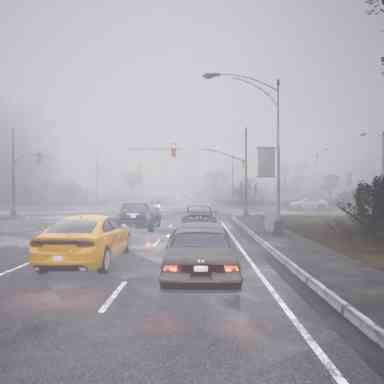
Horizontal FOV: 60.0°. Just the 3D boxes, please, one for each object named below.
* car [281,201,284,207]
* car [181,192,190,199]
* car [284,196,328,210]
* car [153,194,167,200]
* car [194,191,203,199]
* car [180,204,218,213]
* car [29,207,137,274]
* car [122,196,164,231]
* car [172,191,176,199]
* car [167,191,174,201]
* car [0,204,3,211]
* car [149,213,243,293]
[{"bbox_3d":[14.287,1.325,44.045,5.008,1.535,1.882,-1,0,-2],"label":"car"},{"bbox_3d":[-1.771,0.946,87.208,1.837,1.490,4.892,0,1,1],"label":"car"},{"bbox_3d":[14.141,1.389,40.537,4.674,1.442,1.812,-1,0,-2],"label":"car"},{"bbox_3d":[-5.994,1.284,56.505,2.128,1.511,4.902,0,0,1],"label":"car"},{"bbox_3d":[1.731,0.679,87.171,2.150,2.045,5.566,0,1,1],"label":"car"},{"bbox_3d":[0.398,1.462,18.725,1.837,1.490,4.892,0,0,1],"label":"car"},{"bbox_3d":[-3.252,1.463,10.603,1.882,1.535,5.008,0,0,1],"label":"car"},{"bbox_3d":[-3.082,1.305,19.733,2.097,1.767,4.553,0,0,1],"label":"car"},{"bbox_3d":[-5.274,0.680,86.929,2.150,2.045,5.566,0,1,1],"label":"car"},{"bbox_3d":[-5.588,1.201,71.604,1.837,1.490,4.892,0,0,1],"label":"car"},{"bbox_3d":[-22.728,1.411,35.516,4.674,1.442,1.812,0,0,-2],"label":"car"},{"bbox_3d":[0.211,1.537,8.989,2.033,1.411,5.357,0,0,1],"label":"car"}]
